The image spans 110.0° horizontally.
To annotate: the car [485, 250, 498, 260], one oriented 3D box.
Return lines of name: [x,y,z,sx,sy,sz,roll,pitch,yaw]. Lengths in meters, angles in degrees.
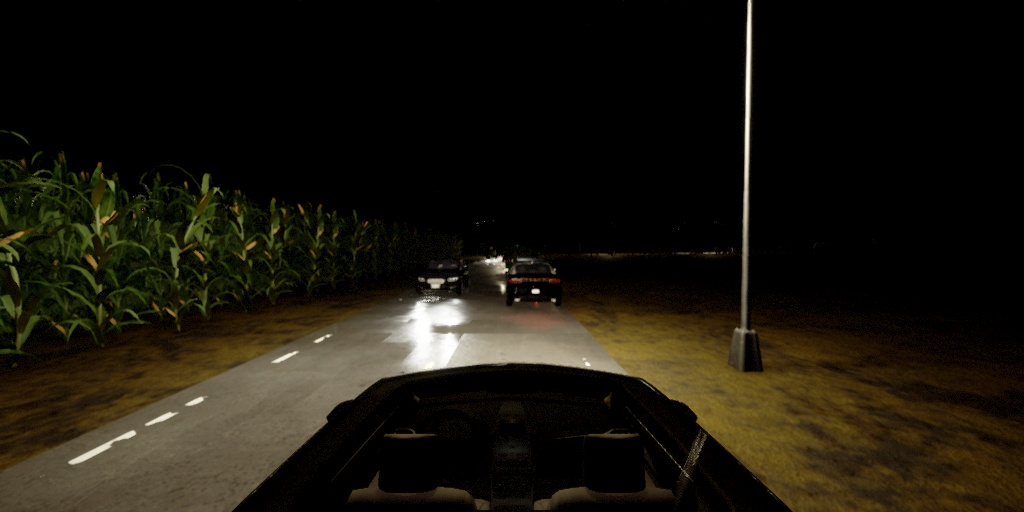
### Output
car: [-3.317,-0.191,58.730,2.128,1.511,4.902,0,1,0]

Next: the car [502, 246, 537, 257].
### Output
car: [0.631,0.379,23.746,2.150,2.045,5.566,0,1,-1]

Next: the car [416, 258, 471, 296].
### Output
car: [-2.976,0.841,16.308,2.128,1.511,4.902,0,2,-1]

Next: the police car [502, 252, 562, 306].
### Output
police car: [0.719,0.840,13.833,1.930,1.638,5.238,0,2,-1]
